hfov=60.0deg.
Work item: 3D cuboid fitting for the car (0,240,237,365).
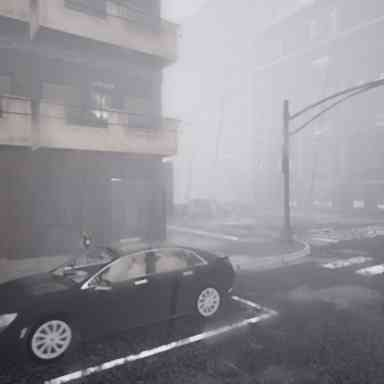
[{"bbox_3d":[-1.194,1.559,5.719,4.403,1.369,2.008,0,-1,-35],"label":"car"}]

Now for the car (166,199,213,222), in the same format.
[{"bbox_3d":[-0.629,1.569,26.895,1.887,1.381,4.507,-1,1,-35],"label":"car"}]

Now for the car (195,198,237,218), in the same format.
[{"bbox_3d":[1.379,1.343,28.762,2.097,1.767,4.553,-1,1,-35],"label":"car"}]

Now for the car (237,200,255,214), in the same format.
[{"bbox_3d":[4.547,1.455,34.551,1.887,1.381,4.507,-1,1,-35],"label":"car"}]
